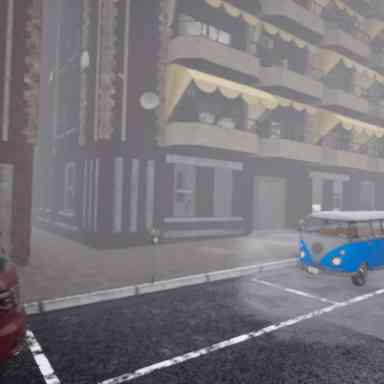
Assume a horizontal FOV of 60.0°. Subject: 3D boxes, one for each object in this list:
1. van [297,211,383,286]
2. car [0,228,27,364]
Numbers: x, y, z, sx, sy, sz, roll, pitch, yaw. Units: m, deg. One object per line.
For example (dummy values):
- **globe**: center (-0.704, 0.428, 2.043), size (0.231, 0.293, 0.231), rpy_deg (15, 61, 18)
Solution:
- **van**: center (4.729, 1.444, 9.456), size (3.998, 1.788, 1.690), rpy_deg (1, 1, -36)
- **car**: center (-4.265, 1.297, 3.023), size (5.009, 1.841, 2.192), rpy_deg (1, 1, -36)
